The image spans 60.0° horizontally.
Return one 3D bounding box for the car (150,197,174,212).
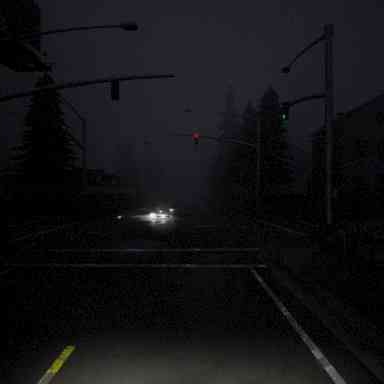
[{"bbox_3d":[-3.618,1.491,38.108,2.128,1.511,4.902,0,0,0],"label":"car"}]
